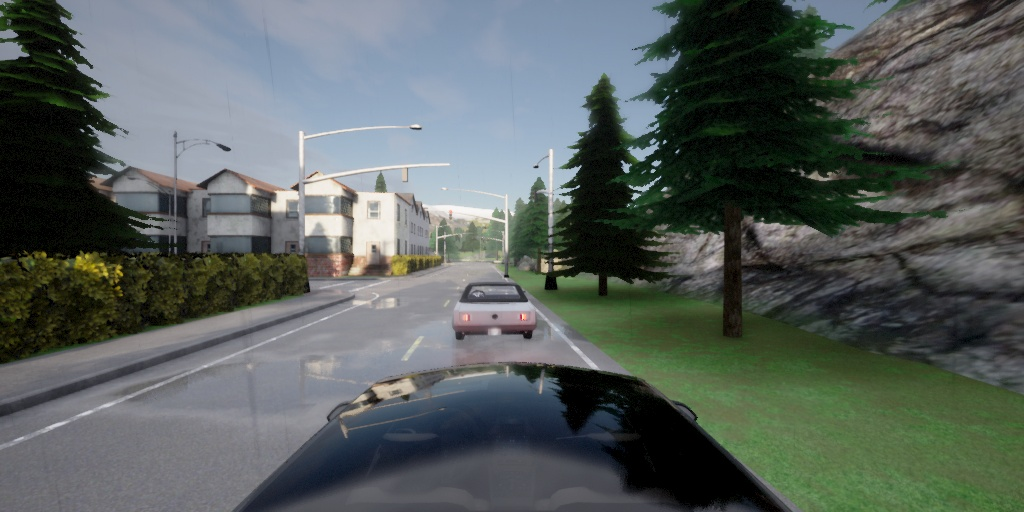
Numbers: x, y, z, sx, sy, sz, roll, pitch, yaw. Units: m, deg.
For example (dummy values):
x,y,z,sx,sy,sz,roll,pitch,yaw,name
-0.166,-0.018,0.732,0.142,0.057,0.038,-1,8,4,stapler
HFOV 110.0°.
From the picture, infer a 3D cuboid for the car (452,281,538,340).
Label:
x,y,z,sx,sy,sz,roll,pitch,yaw,name
-0.526,1.350,9.954,1.895,1.301,4.718,0,0,-4,car
